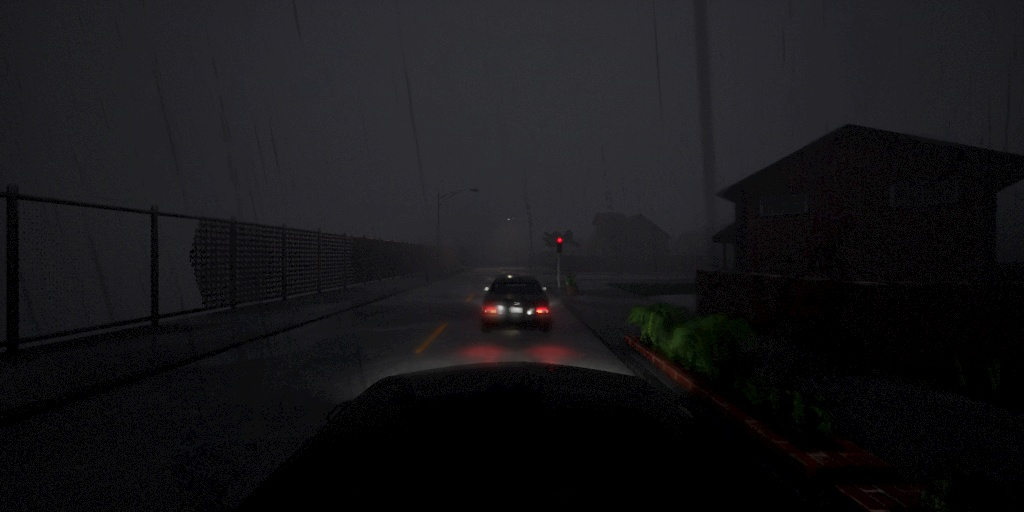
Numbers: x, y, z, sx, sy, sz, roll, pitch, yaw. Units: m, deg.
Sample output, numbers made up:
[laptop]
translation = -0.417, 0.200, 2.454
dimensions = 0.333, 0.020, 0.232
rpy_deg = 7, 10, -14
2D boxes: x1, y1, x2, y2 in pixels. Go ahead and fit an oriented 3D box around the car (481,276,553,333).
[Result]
[car]
translation = 0.116, 1.293, 10.738
dimensions = 2.033, 1.411, 5.357
rpy_deg = 0, 0, 0
